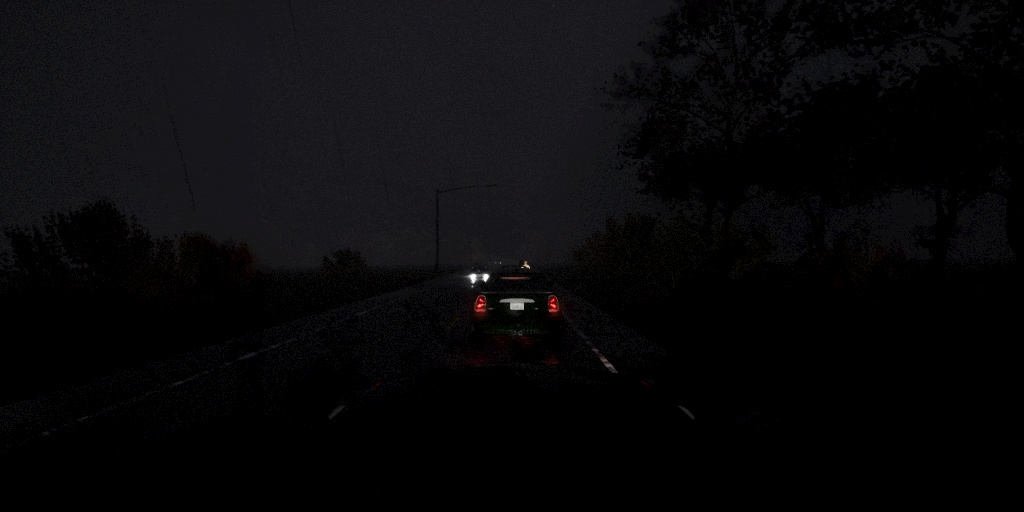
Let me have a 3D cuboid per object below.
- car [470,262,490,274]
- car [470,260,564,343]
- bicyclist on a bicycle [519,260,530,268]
[{"bbox_3d":[-3.643,1.337,41.541,1.895,1.301,4.718,0,0,0],"label":"car"},{"bbox_3d":[0.113,1.099,9.818,2.097,1.767,4.553,0,0,0],"label":"car"},{"bbox_3d":[0.975,1.177,25.641,0.866,1.612,1.509,0,0,1],"label":"bicyclist on a bicycle"}]
